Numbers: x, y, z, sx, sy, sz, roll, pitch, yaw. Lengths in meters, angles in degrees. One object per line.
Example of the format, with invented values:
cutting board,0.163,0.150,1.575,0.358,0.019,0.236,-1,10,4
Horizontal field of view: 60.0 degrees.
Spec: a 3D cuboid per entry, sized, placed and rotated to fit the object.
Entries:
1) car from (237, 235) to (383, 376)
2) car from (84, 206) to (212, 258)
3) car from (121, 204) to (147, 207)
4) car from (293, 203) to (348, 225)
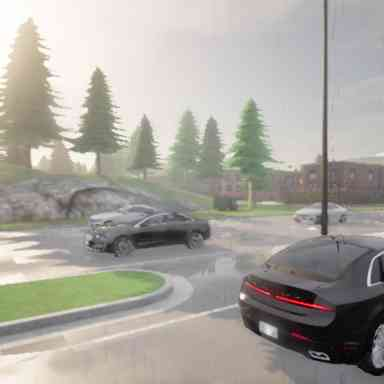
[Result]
car,2.959,1.500,5.601,4.892,1.490,1.837,0,0,-35
car,-1.518,1.459,12.651,4.902,1.511,2.128,0,0,-33
car,-3.655,1.473,19.594,4.674,1.442,1.812,0,0,-33
car,9.319,1.501,23.908,4.674,1.442,1.812,0,0,-34
